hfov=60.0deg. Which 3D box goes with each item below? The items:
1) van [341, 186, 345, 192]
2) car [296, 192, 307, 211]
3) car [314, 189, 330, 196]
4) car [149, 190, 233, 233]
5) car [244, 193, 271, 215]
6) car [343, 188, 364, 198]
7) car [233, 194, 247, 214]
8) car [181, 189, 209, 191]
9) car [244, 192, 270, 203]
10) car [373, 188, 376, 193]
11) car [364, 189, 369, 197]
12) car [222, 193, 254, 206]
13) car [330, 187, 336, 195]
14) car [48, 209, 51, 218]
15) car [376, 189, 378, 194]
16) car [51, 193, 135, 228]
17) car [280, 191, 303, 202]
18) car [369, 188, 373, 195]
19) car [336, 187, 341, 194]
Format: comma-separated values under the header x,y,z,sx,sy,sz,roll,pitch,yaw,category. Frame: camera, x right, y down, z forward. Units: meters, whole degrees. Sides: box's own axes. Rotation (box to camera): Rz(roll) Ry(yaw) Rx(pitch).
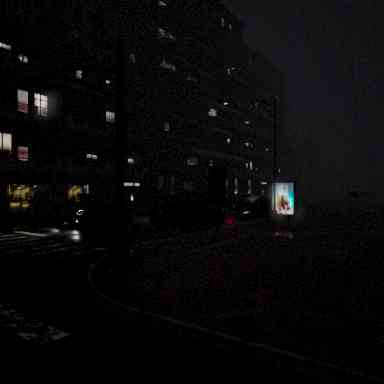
x,y,z,sx,sy,sz,roll,pitch,yaw,category
37.561,-0.446,86.052,1.690,1.788,3.998,2,2,35,van
9.419,0.964,31.359,1.947,1.339,4.313,1,2,35,car
28.004,-0.025,72.434,1.967,1.590,4.097,2,2,35,car
-0.137,1.026,17.730,2.192,1.841,5.009,1,2,35,car
6.233,1.069,26.818,1.947,1.339,4.313,1,2,35,car
28.536,0.308,58.604,1.887,1.381,4.507,1,2,35,car
4.034,1.101,28.213,1.895,1.301,4.718,0,1,35,car
-0.004,0.758,28.024,2.150,2.045,5.566,0,2,36,car
8.892,0.754,45.199,1.802,1.307,4.206,2,2,35,car
38.093,-0.012,72.227,1.887,1.381,4.507,1,2,35,car
31.721,0.098,63.142,1.967,1.590,4.097,1,2,35,car
5.707,0.828,40.659,2.008,1.369,4.403,2,2,35,car
31.189,-0.028,76.978,1.887,1.381,4.507,2,2,35,car
-7.032,1.009,22.492,2.192,1.841,5.009,1,2,35,car
44.464,-0.221,81.309,2.008,1.369,4.403,1,2,35,car
-5.642,1.075,19.996,2.097,1.767,4.553,0,1,35,car
14.594,0.625,48.679,1.994,1.385,4.181,0,1,35,car
34.907,0.095,67.686,1.887,1.381,4.507,1,2,35,car
34.376,-0.240,81.515,1.967,1.590,4.097,2,2,35,car
